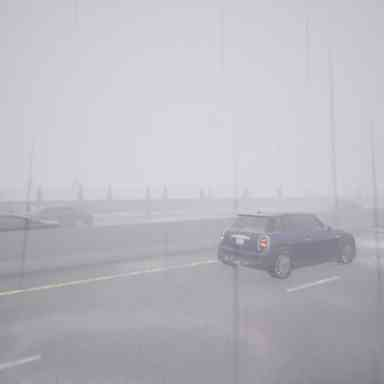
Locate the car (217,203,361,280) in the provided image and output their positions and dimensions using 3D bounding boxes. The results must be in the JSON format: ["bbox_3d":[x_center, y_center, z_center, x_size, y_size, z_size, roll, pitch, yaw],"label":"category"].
[{"bbox_3d":[3.023,1.350,10.202,4.553,1.767,2.097,0,0,-35],"label":"car"}]

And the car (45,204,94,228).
[{"bbox_3d":[-8.289,1.505,19.573,4.892,1.490,1.837,0,0,-35],"label":"car"}]

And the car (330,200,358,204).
[{"bbox_3d":[13.818,1.486,31.013,4.902,1.511,2.128,0,0,-35],"label":"car"}]

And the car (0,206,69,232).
[{"bbox_3d":[-7.259,1.478,11.711,5.008,1.535,1.882,0,0,-35],"label":"car"}]
